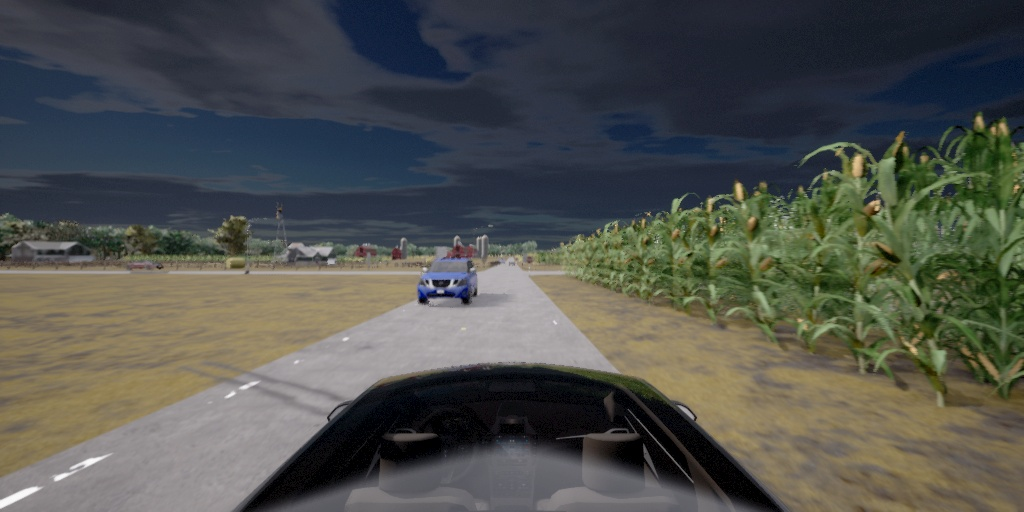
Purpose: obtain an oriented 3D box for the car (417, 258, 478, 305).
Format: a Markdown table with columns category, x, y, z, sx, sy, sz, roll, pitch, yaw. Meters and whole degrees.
| category | x | y | z | sx | sy | sz | roll | pitch | yaw |
| --- | --- | --- | --- | --- | --- | --- | --- | --- | --- |
| car | -2.852 | 1.100 | 17.092 | 2.150 | 2.045 | 5.566 | 0 | 0 | 0 |
